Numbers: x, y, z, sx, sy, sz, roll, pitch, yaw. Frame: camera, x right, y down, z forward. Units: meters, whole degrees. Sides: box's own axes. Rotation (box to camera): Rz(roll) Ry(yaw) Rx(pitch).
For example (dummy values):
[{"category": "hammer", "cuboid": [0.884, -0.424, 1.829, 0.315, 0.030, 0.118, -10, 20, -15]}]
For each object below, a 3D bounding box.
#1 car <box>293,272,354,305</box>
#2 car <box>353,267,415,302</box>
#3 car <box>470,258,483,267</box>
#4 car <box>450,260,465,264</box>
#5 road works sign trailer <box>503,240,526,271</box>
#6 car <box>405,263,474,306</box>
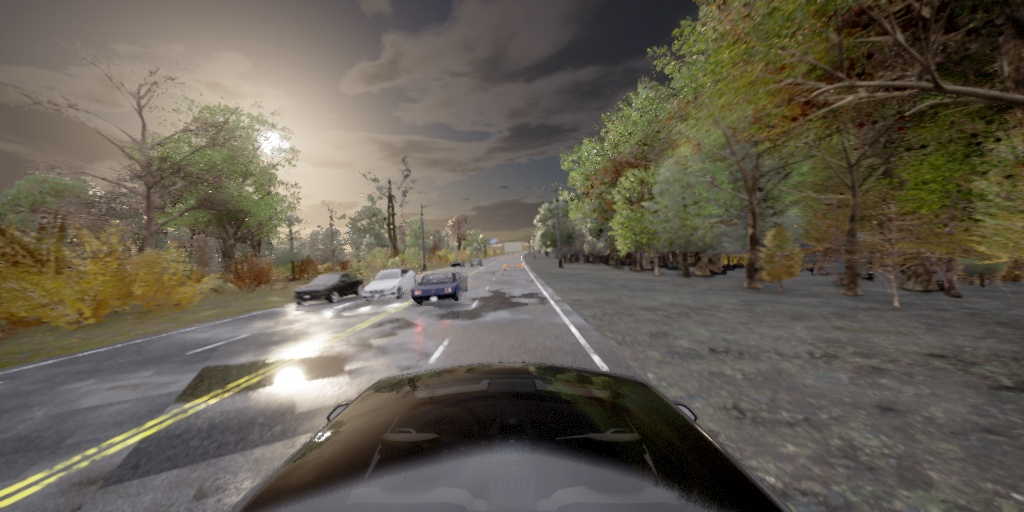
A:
[{"category": "car", "cuboid": [-9.859, 1.671, 19.692, 1.882, 1.535, 5.008, -3, 0, 0]}, {"category": "car", "cuboid": [-6.604, 1.426, 19.779, 1.812, 1.442, 4.674, -7, 6, 1]}, {"category": "car", "cuboid": [-6.105, 1.099, 61.633, 2.128, 1.511, 4.902, -3, 1, 1]}, {"category": "car", "cuboid": [-9.340, 1.367, 61.665, 1.895, 1.301, 4.718, -3, 1, 1]}, {"category": "road works sign trailer", "cuboid": [0.260, -0.058, 42.866, 2.380, 3.560, 2.880, 0, 0, 1]}, {"category": "car", "cuboid": [-3.145, 1.335, 16.632, 1.895, 1.301, 4.718, -5, 3, 0]}]
